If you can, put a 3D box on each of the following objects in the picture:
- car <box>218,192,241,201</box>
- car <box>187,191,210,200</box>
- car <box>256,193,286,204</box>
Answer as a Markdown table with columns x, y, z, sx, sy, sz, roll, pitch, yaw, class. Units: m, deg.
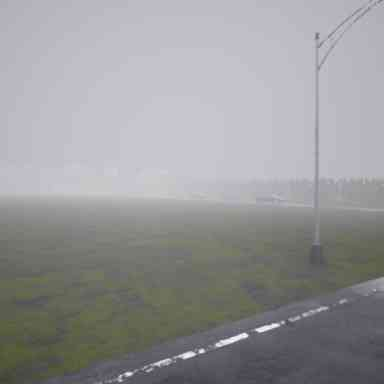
| x | y | z | sx | sy | sz | roll | pitch | yaw | class |
| --- | --- | --- | --- | --- | --- | --- | --- | --- | --- |
| 6.892 | 0.834 | 61.771 | 2.128 | 1.511 | 4.902 | 1 | 0 | -35 | car |
| 1.580 | 0.783 | 64.378 | 1.812 | 1.442 | 4.674 | 1 | 1 | -36 | car |
| 11.837 | 1.005 | 49.930 | 1.882 | 1.535 | 5.008 | 1 | 1 | -36 | car |
